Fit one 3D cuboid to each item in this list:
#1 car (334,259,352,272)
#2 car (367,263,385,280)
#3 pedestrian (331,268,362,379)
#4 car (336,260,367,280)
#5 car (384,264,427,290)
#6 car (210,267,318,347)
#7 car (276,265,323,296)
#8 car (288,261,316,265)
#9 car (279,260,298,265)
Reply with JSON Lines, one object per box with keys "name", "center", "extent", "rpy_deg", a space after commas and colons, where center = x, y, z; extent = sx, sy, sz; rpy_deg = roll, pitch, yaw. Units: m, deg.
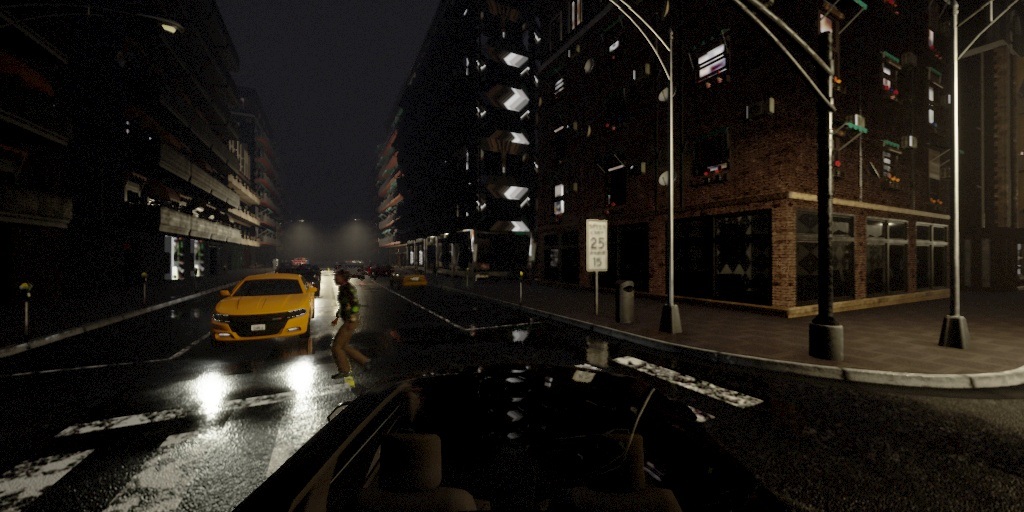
{"name": "car", "center": [-23.180, 1.449, 48.954], "extent": [1.895, 1.301, 4.718], "rpy_deg": [0, 0, -27]}
{"name": "car", "center": [-11.756, 1.341, 32.526], "extent": [1.888, 1.381, 4.507], "rpy_deg": [0, 0, -27]}
{"name": "pedestrian", "center": [-2.731, 1.048, 5.896], "extent": [0.375, 1.860, 0.375], "rpy_deg": [0, 0, -27]}
{"name": "car", "center": [-14.082, 1.321, 31.383], "extent": [1.812, 1.442, 4.674], "rpy_deg": [0, 0, -27]}
{"name": "car", "center": [-6.628, 1.298, 22.623], "extent": [1.751, 1.417, 4.829], "rpy_deg": [0, 0, -27]}
{"name": "car", "center": [-6.500, 1.236, 9.780], "extent": [1.882, 1.535, 5.008], "rpy_deg": [0, 0, -27]}
{"name": "car", "center": [-11.058, 1.334, 18.592], "extent": [1.994, 1.385, 4.181], "rpy_deg": [0, 0, -27]}
{"name": "car", "center": [-15.905, 1.338, 27.965], "extent": [2.033, 1.411, 5.357], "rpy_deg": [0, 0, -27]}
{"name": "car", "center": [-24.414, 1.407, 38.746], "extent": [1.802, 1.307, 4.207], "rpy_deg": [0, 0, -27]}
